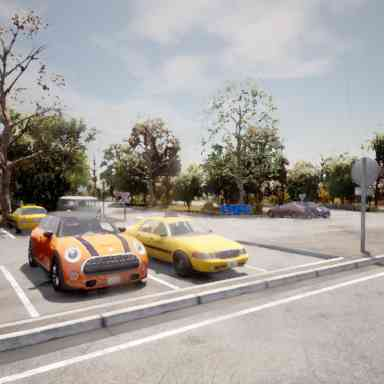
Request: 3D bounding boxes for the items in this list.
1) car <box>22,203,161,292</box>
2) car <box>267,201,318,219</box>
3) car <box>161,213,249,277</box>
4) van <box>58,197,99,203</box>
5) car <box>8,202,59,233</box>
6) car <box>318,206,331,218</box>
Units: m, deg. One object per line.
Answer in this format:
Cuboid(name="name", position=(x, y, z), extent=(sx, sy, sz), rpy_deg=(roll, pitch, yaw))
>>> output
Cuboid(name="car", position=(-3.022, 1.350, 9.167), extent=(2.185, 1.767, 4.553), rpy_deg=(0, 0, -36))
Cuboid(name="car", position=(9.677, 1.880, 33.269), extent=(2.002, 1.452, 4.674), rpy_deg=(2, -1, -36))
Cuboid(name="car", position=(-0.525, 1.491, 10.689), extent=(1.946, 1.575, 5.366), rpy_deg=(0, 0, -36))
Cuboid(name="van", position=(-7.177, 1.273, 21.098), extent=(1.878, 1.987, 4.442), rpy_deg=(0, 0, -36))
Cuboid(name="car", position=(-9.626, 1.479, 19.717), extent=(1.946, 1.575, 5.366), rpy_deg=(0, 0, -36))
Cuboid(name="car", position=(12.232, 1.786, 35.153), extent=(2.185, 1.767, 4.553), rpy_deg=(2, -1, -35))
